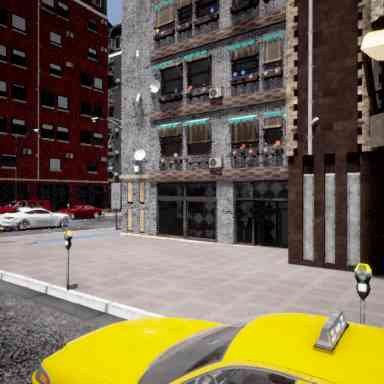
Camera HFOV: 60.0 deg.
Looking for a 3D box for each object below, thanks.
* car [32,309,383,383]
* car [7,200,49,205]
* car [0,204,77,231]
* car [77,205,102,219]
[{"bbox_3d":[0.718,1.525,2.362,4.829,1.417,1.752,0,0,36],"label":"car"},{"bbox_3d":[-14.179,1.591,27.655,2.192,1.841,5.009,-1,-2,35],"label":"car"},{"bbox_3d":[-10.651,1.791,22.773,1.812,1.442,4.674,0,-1,37],"label":"car"},{"bbox_3d":[-10.884,1.924,32.295,1.887,1.381,4.507,-1,-2,35],"label":"car"}]
